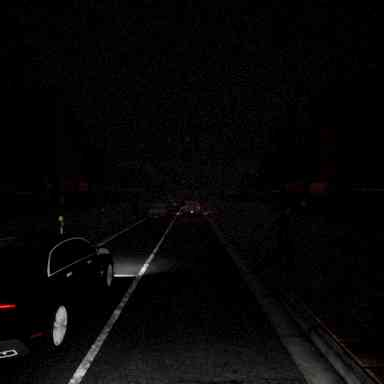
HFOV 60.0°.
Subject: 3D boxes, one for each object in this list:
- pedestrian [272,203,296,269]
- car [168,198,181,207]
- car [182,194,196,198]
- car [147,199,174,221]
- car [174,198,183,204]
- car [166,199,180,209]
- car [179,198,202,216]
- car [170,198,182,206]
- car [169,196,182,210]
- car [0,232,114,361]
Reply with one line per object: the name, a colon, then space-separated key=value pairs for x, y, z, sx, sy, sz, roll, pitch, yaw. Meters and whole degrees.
pedestrian: x=2.501 y=1.142 z=9.039 sx=0.375 sy=1.860 sz=0.375 roll=1 pitch=1 yaw=0
car: x=-2.835 y=1.758 z=55.038 sx=2.008 sy=1.369 sz=4.403 roll=-2 pitch=0 yaw=0
car: x=-0.046 y=1.487 z=44.904 sx=2.097 sy=1.767 sz=4.553 roll=0 pitch=0 yaw=-2
car: x=-2.745 y=1.570 z=27.632 sx=1.752 sy=1.417 sz=4.829 roll=-1 pitch=0 yaw=0
car: x=-2.887 y=1.925 z=71.380 sx=1.802 sy=1.307 sz=4.206 roll=-2 pitch=0 yaw=0
car: x=-2.814 y=1.749 z=49.586 sx=1.802 sy=1.307 sz=4.206 roll=-1 pitch=0 yaw=0
car: x=-0.006 y=1.591 z=32.659 sx=1.812 sy=1.442 sz=4.674 roll=0 pitch=0 yaw=0
car: x=-2.853 y=1.801 z=60.486 sx=2.008 sy=1.369 sz=4.403 roll=-2 pitch=0 yaw=0
car: x=-2.803 y=1.570 z=44.144 sx=1.967 sy=1.590 sz=4.097 roll=-2 pitch=0 yaw=0
car: x=-2.770 y=1.504 z=6.099 sx=1.837 sy=1.490 sz=4.892 roll=0 pitch=0 yaw=0
